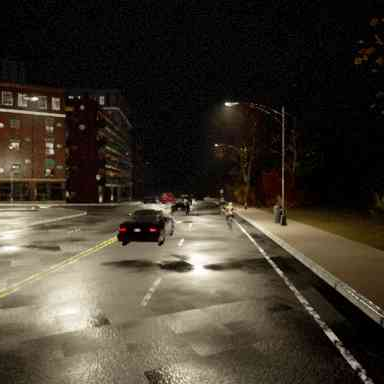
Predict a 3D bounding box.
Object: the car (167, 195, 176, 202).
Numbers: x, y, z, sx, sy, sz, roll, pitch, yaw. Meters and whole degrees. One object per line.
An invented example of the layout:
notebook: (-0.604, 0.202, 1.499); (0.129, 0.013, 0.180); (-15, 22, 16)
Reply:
car: (-4.668, 1.505, 76.224); (1.994, 1.385, 4.181); (0, 0, -2)

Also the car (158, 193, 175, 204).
car: (-4.405, 1.191, 60.957); (2.150, 2.045, 5.566); (0, 0, 0)

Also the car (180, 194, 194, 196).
car: (-0.960, 1.476, 53.921); (1.837, 1.490, 4.892); (0, 0, 0)

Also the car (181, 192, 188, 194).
car: (-2.139, 1.149, 92.382); (2.150, 2.045, 5.566); (0, 0, -3)

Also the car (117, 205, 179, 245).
car: (-1.981, 1.543, 15.464); (2.033, 1.411, 5.357); (0, 0, 3)

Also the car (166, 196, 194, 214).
car: (-1.182, 1.476, 35.636); (2.128, 1.511, 4.902); (0, 0, 2)

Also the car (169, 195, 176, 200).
car: (-5.395, 1.484, 92.453); (1.994, 1.385, 4.181); (0, 0, -3)

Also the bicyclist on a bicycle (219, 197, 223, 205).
bicyclist on a bicycle: (2.690, 1.357, 29.704); (0.659, 1.776, 1.843); (0, 0, 2)

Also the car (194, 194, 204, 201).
car: (1.762, 1.421, 78.474); (1.882, 1.535, 5.008); (0, 0, -2)

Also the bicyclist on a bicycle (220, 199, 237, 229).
bicyclist on a bicycle: (2.350, 1.429, 20.497); (0.866, 1.612, 1.509); (0, 0, 2)

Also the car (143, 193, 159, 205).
car: (-7.667, 1.449, 60.382); (1.882, 1.535, 5.008); (0, 0, 0)

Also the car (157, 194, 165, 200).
car: (-8.641, 1.393, 92.232); (1.882, 1.535, 5.008); (0, 0, -3)

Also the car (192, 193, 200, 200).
car: (1.096, 1.278, 92.758); (2.097, 1.767, 4.553); (0, 0, -3)
